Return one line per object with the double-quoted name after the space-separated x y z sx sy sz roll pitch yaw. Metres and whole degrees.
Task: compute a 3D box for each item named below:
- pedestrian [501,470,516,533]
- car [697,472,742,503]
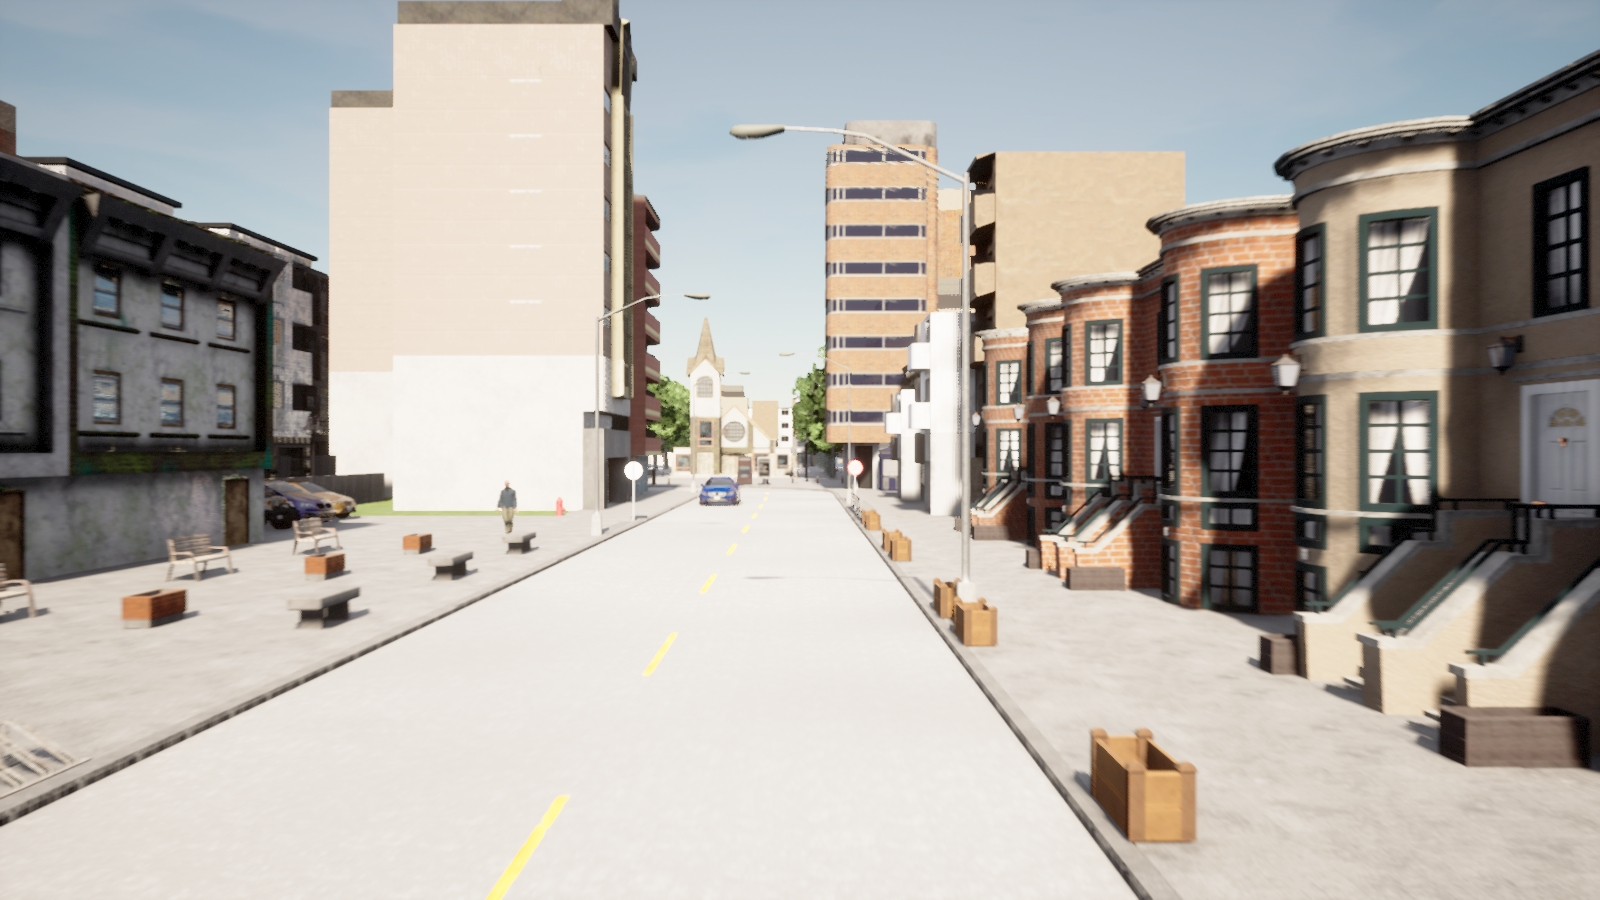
-8.706 1.525 34.144 0.375 1.860 0.375 0 0 -3 "pedestrian"
-4.048 1.861 58.111 2.002 1.442 4.674 0 0 0 "car"
